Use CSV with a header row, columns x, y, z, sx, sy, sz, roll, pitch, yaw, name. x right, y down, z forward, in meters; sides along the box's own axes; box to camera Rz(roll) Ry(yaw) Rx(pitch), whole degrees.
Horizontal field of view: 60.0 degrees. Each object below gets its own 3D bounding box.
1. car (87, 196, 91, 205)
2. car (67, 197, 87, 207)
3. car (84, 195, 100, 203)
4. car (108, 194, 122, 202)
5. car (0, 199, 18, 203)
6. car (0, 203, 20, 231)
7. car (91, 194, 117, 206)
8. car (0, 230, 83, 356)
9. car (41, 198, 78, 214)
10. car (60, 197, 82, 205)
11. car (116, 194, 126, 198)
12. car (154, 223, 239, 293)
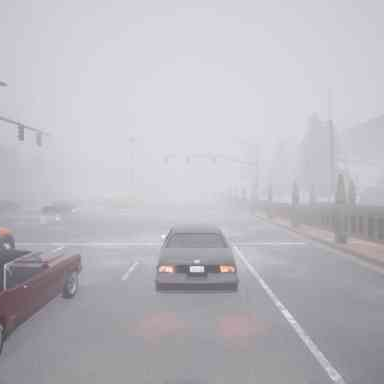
x,y,z,sx,sy,sz,roll,pitch,yaw,name
-17.614,1.478,61.195,1.882,1.535,5.008,0,1,0,car
-17.627,1.526,49.430,1.812,1.442,4.674,0,0,0,car
-21.067,1.478,70.050,1.882,1.535,5.008,0,0,0,car
-17.573,1.355,76.013,2.097,1.767,4.553,0,0,0,car
-22.236,1.547,37.954,2.033,1.411,5.357,0,0,17,car
-6.909,1.352,9.183,2.097,1.767,4.553,0,0,0,car
-14.141,1.547,53.659,2.033,1.411,5.357,0,0,0,car
-3.405,1.601,5.519,1.895,1.301,4.718,0,0,0,car
-14.135,1.601,35.177,1.895,1.301,4.718,0,0,0,car
-21.125,1.548,58.299,2.033,1.411,5.357,0,0,0,car
-14.066,1.595,68.807,1.895,1.301,4.718,0,0,0,car
0.091,1.547,8.974,2.033,1.411,5.357,0,0,0,car
